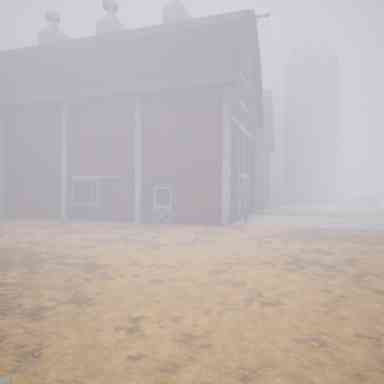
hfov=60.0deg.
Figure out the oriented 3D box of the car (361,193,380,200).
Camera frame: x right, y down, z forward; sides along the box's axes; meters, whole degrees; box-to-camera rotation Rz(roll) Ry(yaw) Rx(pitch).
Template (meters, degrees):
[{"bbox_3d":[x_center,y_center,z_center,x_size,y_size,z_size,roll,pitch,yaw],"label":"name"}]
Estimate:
[{"bbox_3d":[42.014,1.087,78.427,3.988,1.617,1.851,1,1,19],"label":"car"}]
